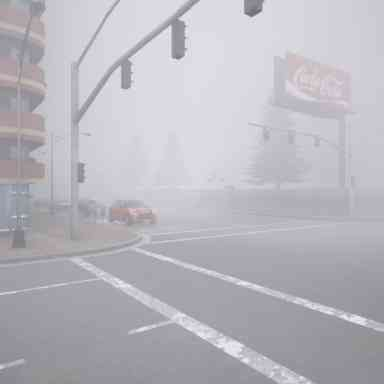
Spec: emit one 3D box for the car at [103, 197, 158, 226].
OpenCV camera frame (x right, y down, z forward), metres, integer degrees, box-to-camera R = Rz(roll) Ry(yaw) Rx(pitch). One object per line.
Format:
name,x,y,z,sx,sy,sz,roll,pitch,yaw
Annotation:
car,-4.315,1.352,23.899,2.097,1.767,4.553,0,0,-36

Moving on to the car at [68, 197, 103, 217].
car,-9.652,1.491,31.265,2.128,1.511,4.902,0,0,-36

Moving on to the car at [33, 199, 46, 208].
car,-21.261,1.601,47.367,1.895,1.301,4.718,0,0,-35

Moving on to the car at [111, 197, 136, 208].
car,-10.556,1.505,50.746,1.837,1.490,4.892,0,0,-36

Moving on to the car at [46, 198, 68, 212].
car,-15.323,1.478,39.107,1.882,1.535,5.008,0,0,-36
